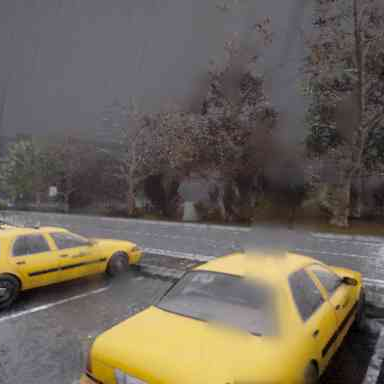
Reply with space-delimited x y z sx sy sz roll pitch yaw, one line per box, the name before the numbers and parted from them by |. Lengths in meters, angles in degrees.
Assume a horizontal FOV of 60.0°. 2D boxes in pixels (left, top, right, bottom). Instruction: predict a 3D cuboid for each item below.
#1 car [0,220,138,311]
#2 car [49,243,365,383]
car | -3.522 1.475 7.885 1.946 1.575 5.366 0 0 35
car | 1.097 1.475 4.591 1.946 1.575 5.366 0 0 35
